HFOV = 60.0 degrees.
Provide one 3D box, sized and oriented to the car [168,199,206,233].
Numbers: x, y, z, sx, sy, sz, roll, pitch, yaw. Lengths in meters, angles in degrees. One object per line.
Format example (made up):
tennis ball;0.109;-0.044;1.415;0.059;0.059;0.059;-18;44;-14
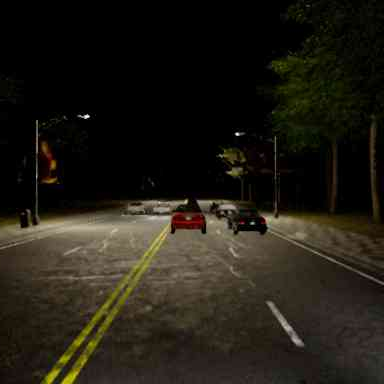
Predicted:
car;-0.176;1.562;21.313;2.097;1.767;4.553;0;-1;1

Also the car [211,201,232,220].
car;3.256;1.849;31.378;2.033;1.411;5.357;0;-1;0

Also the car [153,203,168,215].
car;-3.342;1.967;38.504;1.895;1.301;4.718;0;-1;0

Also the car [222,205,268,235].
car;3.254;1.750;20.379;2.033;1.411;5.357;0;-1;0

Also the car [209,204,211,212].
car;3.258;1.893;42.379;2.128;1.511;4.902;0;-1;0

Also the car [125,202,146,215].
car;-6.589;1.902;39.676;1.812;1.442;4.674;0;-1;0

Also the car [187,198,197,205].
car;0.038;2.006;71.584;2.033;1.411;5.357;0;1;0
